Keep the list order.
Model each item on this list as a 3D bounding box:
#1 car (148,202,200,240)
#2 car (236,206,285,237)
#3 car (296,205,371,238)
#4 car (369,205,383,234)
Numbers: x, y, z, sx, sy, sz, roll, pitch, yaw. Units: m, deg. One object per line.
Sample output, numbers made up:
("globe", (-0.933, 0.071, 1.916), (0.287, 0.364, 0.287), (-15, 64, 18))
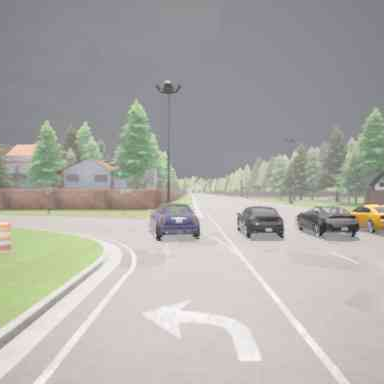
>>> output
("car", (-1.056, 1.358, 17.415), (2.097, 1.767, 4.553), (0, 0, -13))
("car", (3.561, 1.511, 17.896), (1.837, 1.490, 4.892), (0, 0, 0))
("car", (7.061, 1.497, 17.817), (2.128, 1.511, 4.902), (0, 0, 0))
("car", (10.552, 1.484, 19.437), (1.882, 1.535, 5.008), (0, 0, 0))
